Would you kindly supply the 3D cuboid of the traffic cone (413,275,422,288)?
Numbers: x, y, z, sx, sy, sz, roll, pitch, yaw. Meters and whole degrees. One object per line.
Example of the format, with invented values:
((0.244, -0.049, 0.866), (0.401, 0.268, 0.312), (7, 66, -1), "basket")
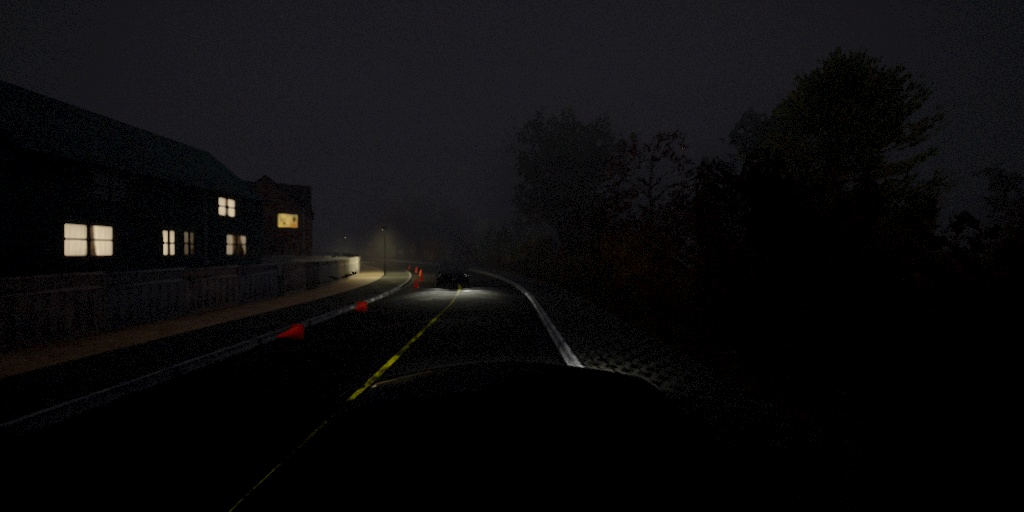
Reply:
((-5.474, 1.528, 20.441), (0.340, 0.580, 0.340), (0, 0, -8), "traffic cone")

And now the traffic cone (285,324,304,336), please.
((-5.009, 1.477, 8.395), (0.340, 0.580, 0.340), (0, 0, -18), "traffic cone")

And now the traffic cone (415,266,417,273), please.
((-9.150, 1.283, 34.353), (0.340, 0.580, 0.340), (0, 0, -21), "traffic cone")

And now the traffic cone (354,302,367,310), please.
((-5.138, 1.444, 12.304), (0.340, 0.580, 0.340), (0, 0, -2), "traffic cone")

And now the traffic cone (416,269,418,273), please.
((-7.567, 1.377, 29.816), (0.340, 0.580, 0.340), (0, 0, -17), "traffic cone")

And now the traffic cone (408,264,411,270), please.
((-11.079, 1.176, 38.756), (0.340, 0.580, 0.340), (0, 0, -26), "traffic cone")

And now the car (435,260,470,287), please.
((-3.748, 1.021, 22.590), (1.882, 1.535, 5.008), (0, 1, -11), "car")

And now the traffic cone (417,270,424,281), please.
((-6.339, 1.459, 25.169), (0.340, 0.580, 0.340), (0, 0, -13), "traffic cone")
